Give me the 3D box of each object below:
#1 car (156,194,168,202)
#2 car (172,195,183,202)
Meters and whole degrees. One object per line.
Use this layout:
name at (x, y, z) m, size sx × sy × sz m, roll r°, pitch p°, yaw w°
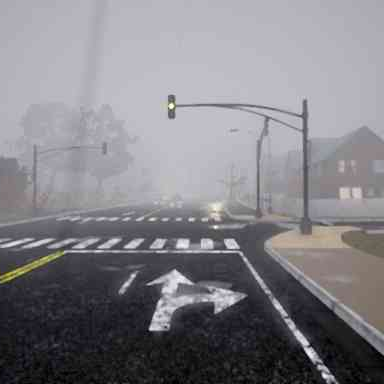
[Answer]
car at (-6.251, 1.220, 68.809) m, size 1.882 × 1.535 × 5.008 m, roll 0°, pitch 0°, yaw 5°
car at (-3.017, 1.251, 68.488) m, size 1.812 × 1.442 × 4.674 m, roll 0°, pitch 0°, yaw 5°
